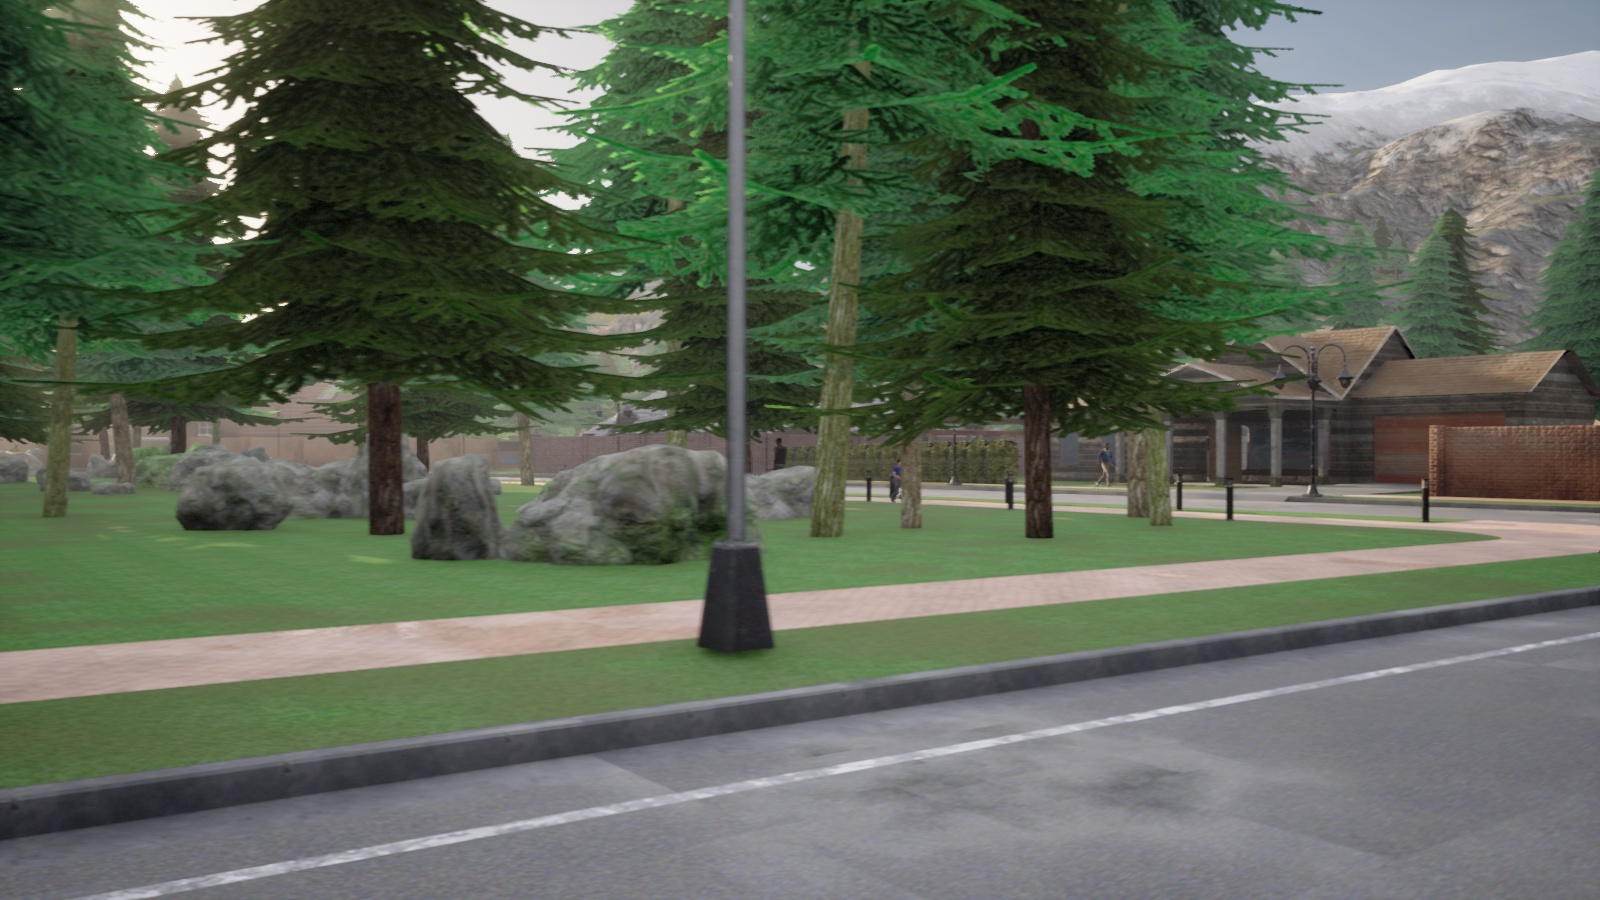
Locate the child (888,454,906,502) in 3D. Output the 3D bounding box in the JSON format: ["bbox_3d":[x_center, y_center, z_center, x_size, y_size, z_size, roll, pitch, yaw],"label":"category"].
[{"bbox_3d":[2.614,0.743,33.743,0.270,1.263,0.437,0,0,-35],"label":"child"}]

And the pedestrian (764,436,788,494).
[{"bbox_3d":[-0.764,0.486,40.324,0.431,1.840,0.703,0,0,-37],"label":"pedestrian"}]

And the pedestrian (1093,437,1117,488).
[{"bbox_3d":[11.806,0.490,48.627,0.423,1.949,0.788,0,0,-35],"label":"pedestrian"}]
